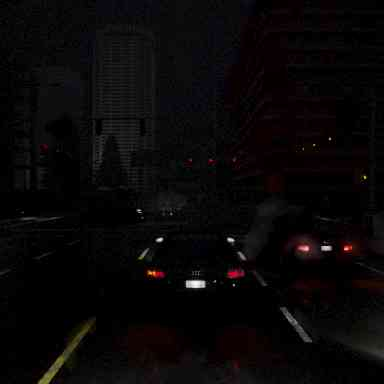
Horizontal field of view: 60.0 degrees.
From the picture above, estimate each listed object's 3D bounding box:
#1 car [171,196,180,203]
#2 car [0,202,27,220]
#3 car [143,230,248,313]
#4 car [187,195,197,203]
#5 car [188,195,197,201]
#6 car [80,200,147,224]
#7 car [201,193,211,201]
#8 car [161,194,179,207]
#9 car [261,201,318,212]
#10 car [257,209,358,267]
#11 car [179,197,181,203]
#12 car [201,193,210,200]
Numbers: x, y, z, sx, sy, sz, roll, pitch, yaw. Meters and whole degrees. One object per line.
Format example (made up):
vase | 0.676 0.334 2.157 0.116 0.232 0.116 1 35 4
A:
car | -3.455 1.524 70.608 1.812 1.442 4.674 0 0 0
car | -15.838 1.508 27.205 4.181 1.385 1.994 0 0 -1
car | 0.074 1.564 7.757 1.994 1.385 4.181 0 0 0
car | 0.072 1.501 71.051 1.837 1.490 4.892 0 0 0
car | 0.052 1.534 81.396 2.033 1.411 5.357 0 0 0
car | -5.495 1.333 23.728 4.553 1.767 2.097 0 0 0
car | 3.551 1.493 80.538 1.837 1.490 4.892 0 0 0
car | -3.563 1.491 50.704 2.128 1.511 4.902 0 0 0
car | 7.945 1.484 27.402 4.674 1.442 1.812 -1 0 -2
car | 3.596 1.547 11.377 2.033 1.411 5.357 0 0 0
car | -3.532 1.352 60.629 2.097 1.767 4.553 0 0 0
car | 3.557 1.207 90.422 2.150 2.045 5.566 0 0 0
